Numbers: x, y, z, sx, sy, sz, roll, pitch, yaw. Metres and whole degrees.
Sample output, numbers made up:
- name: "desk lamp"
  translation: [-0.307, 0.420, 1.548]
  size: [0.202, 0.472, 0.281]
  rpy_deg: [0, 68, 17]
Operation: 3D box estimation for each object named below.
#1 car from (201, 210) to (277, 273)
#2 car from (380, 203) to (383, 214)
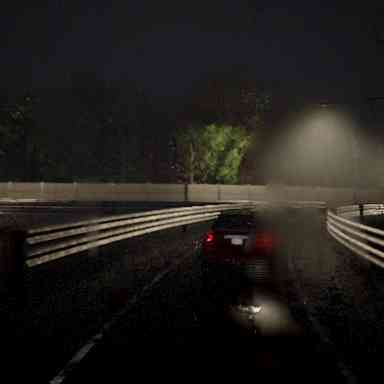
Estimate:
- name: "car"
  translation: [1.733, 1.378, 11.179]
  size: [2.097, 1.767, 4.553]
  rpy_deg: [1, 0, 13]
- name: "car"
  translation: [23.712, 1.639, 38.365]
  size: [4.553, 1.767, 2.097]
  rpy_deg: [1, 0, -36]
